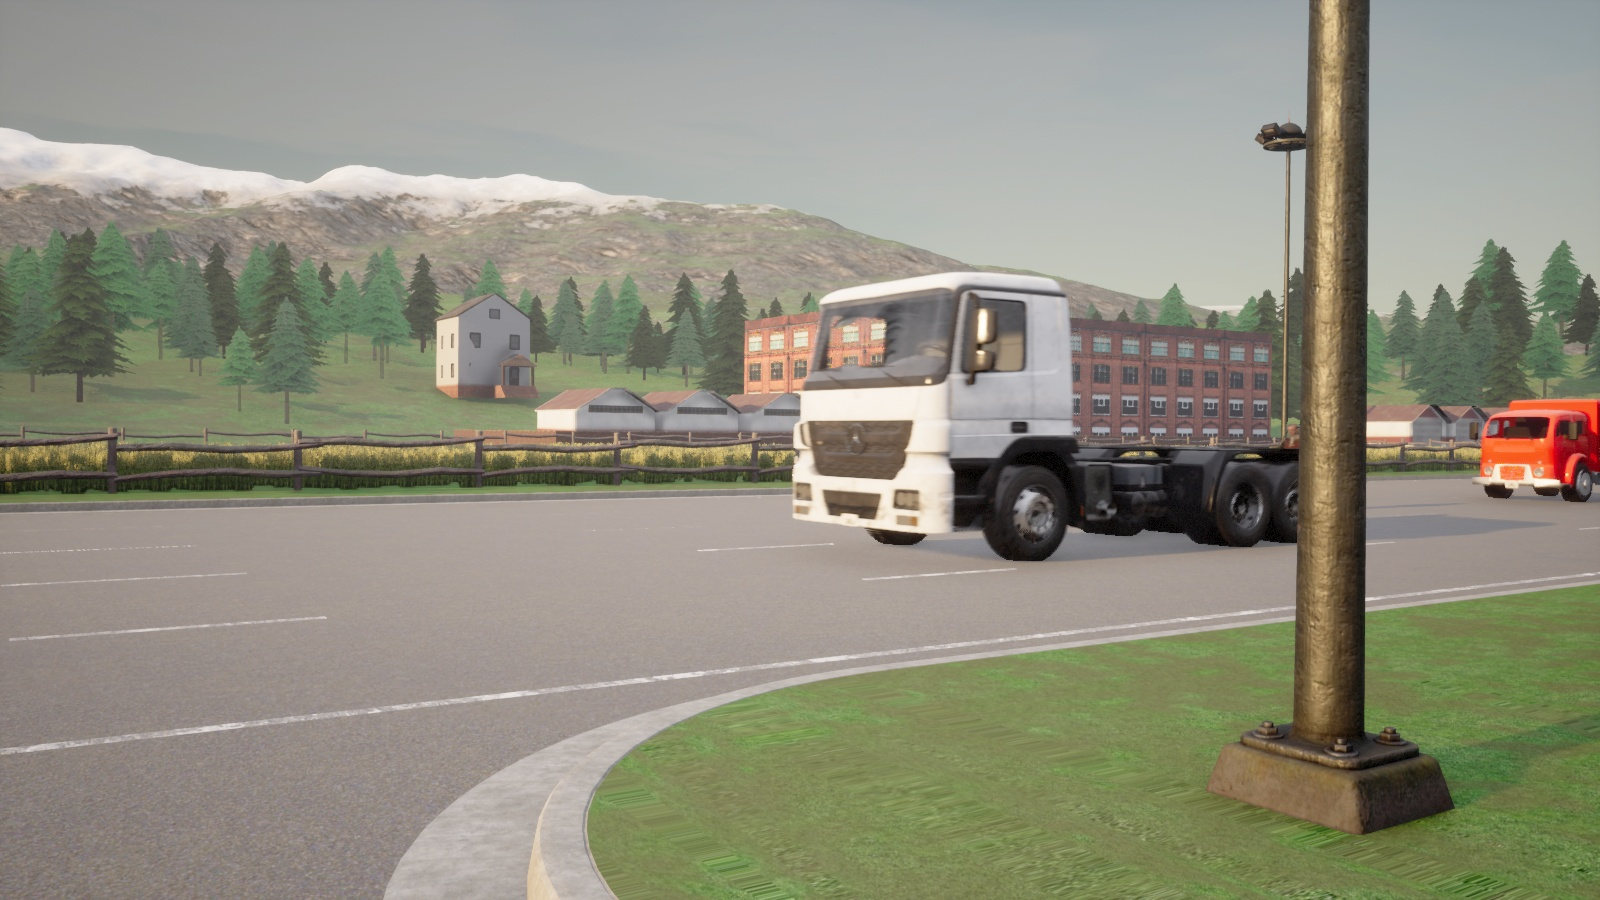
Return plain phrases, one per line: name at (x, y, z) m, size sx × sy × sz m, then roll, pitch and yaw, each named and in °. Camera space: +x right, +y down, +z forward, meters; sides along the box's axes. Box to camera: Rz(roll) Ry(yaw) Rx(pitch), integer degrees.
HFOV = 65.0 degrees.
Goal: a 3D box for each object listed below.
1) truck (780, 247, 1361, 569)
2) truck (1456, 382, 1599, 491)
truck at (3.875, -0.516, 16.893) m, size 7.936 × 3.462 × 2.891 m, roll -1°, pitch 1°, yaw -33°
truck at (18.943, -0.350, 31.024) m, size 5.204 × 2.467 × 2.627 m, roll -1°, pitch 1°, yaw -33°
